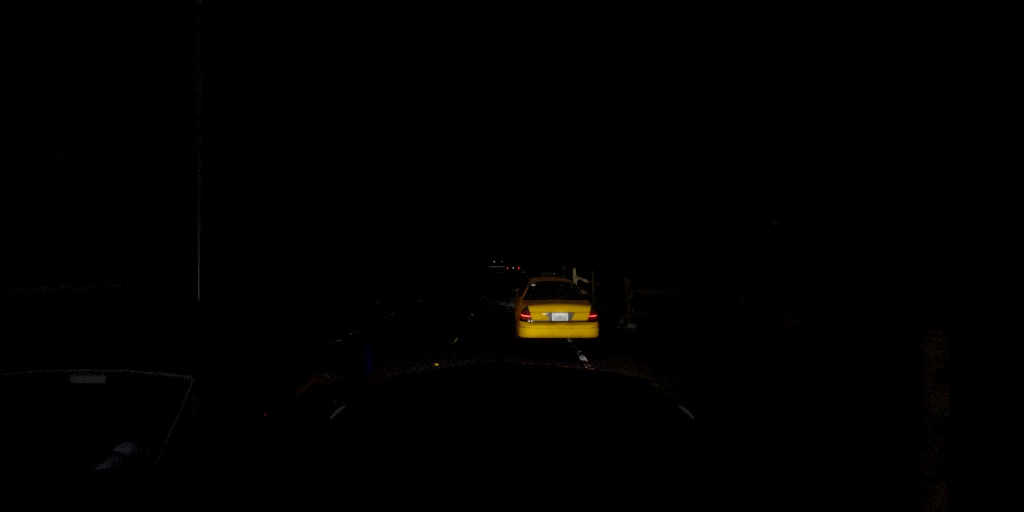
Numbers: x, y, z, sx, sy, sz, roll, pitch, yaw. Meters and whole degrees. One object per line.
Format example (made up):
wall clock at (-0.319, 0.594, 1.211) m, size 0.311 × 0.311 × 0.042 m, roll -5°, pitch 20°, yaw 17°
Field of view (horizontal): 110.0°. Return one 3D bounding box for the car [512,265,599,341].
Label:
car at (0.973, 1.204, 9.805) m, size 1.801 × 1.575 × 5.366 m, roll 0°, pitch 0°, yaw 0°

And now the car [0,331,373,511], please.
car at (-2.748, 1.351, 2.456) m, size 1.895 × 1.301 × 4.718 m, roll 0°, pitch 0°, yaw 0°

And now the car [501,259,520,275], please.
car at (0.131, 1.305, 39.692) m, size 2.033 × 1.411 × 5.357 m, roll 0°, pitch 0°, yaw 0°
